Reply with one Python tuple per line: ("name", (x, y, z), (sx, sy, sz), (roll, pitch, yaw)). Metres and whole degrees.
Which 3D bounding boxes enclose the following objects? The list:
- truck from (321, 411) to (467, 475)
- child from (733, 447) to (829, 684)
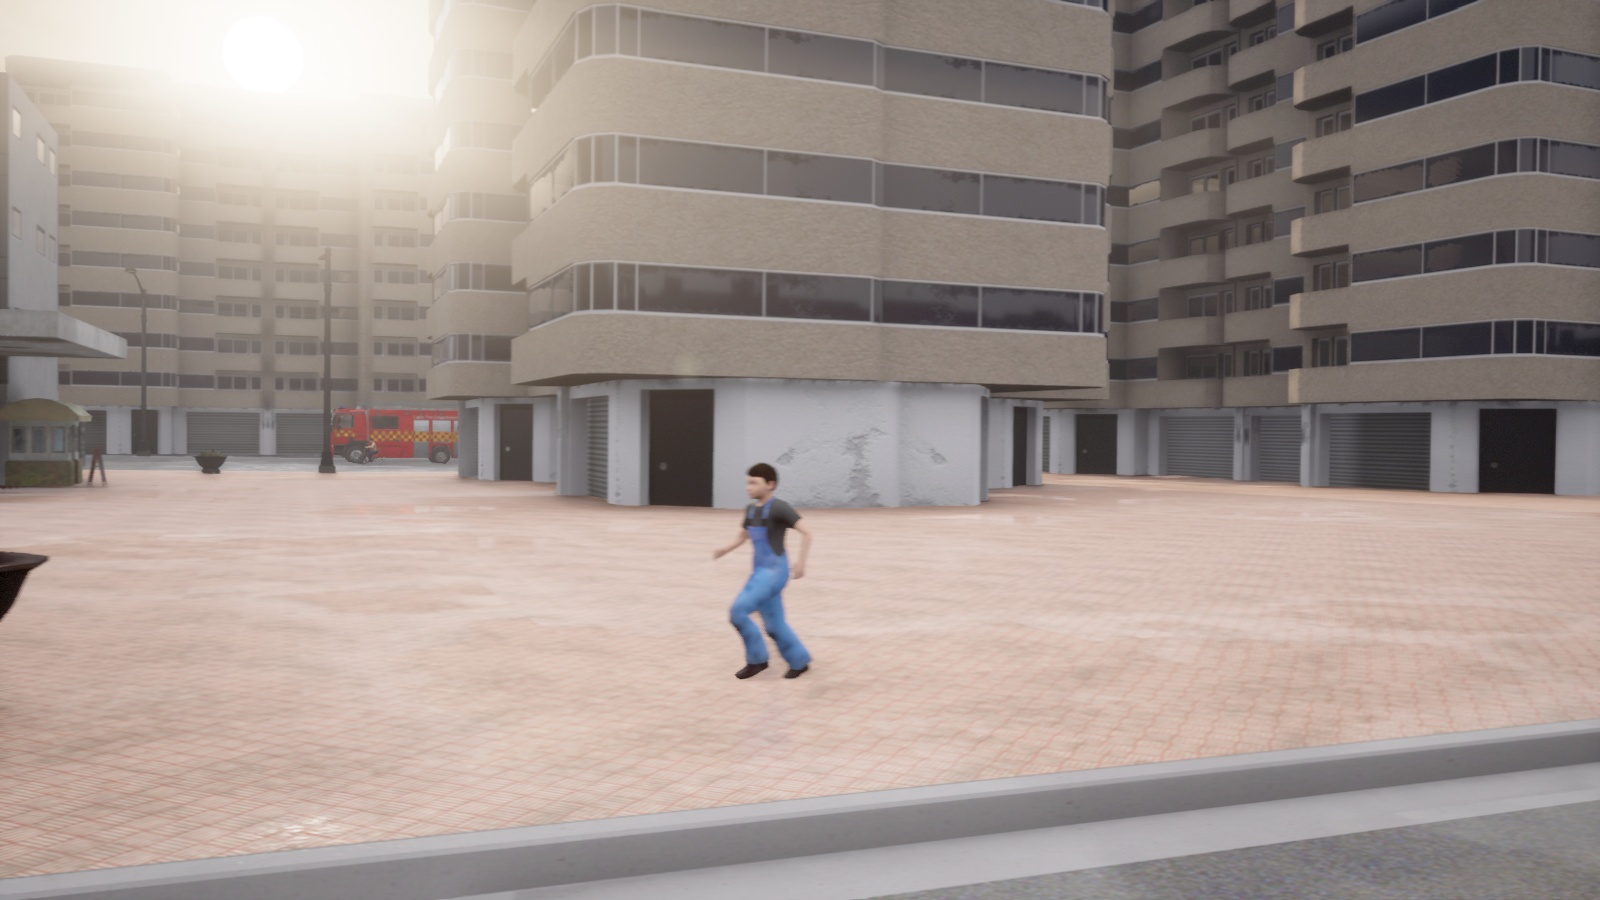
("truck", (-25.369, -0.510, 78.526), (8.468, 3.827, 2.891), (-1, 1, -22))
("child", (-0.105, 0.621, 6.955), (0.437, 1.263, 0.270), (-1, 1, -30))
